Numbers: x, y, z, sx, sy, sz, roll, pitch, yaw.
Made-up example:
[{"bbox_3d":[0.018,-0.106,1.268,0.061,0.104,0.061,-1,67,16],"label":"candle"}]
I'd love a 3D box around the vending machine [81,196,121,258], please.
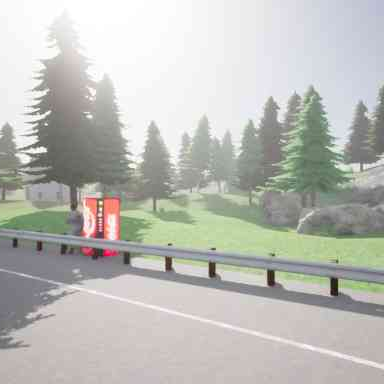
[{"bbox_3d":[-3.292,1.195,12.045,0.880,2.100,1.100,0,0,33],"label":"vending machine"}]

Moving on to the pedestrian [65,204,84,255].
[{"bbox_3d":[-4.206,1.294,11.939,0.375,1.860,0.375,0,0,32],"label":"pedestrian"}]
